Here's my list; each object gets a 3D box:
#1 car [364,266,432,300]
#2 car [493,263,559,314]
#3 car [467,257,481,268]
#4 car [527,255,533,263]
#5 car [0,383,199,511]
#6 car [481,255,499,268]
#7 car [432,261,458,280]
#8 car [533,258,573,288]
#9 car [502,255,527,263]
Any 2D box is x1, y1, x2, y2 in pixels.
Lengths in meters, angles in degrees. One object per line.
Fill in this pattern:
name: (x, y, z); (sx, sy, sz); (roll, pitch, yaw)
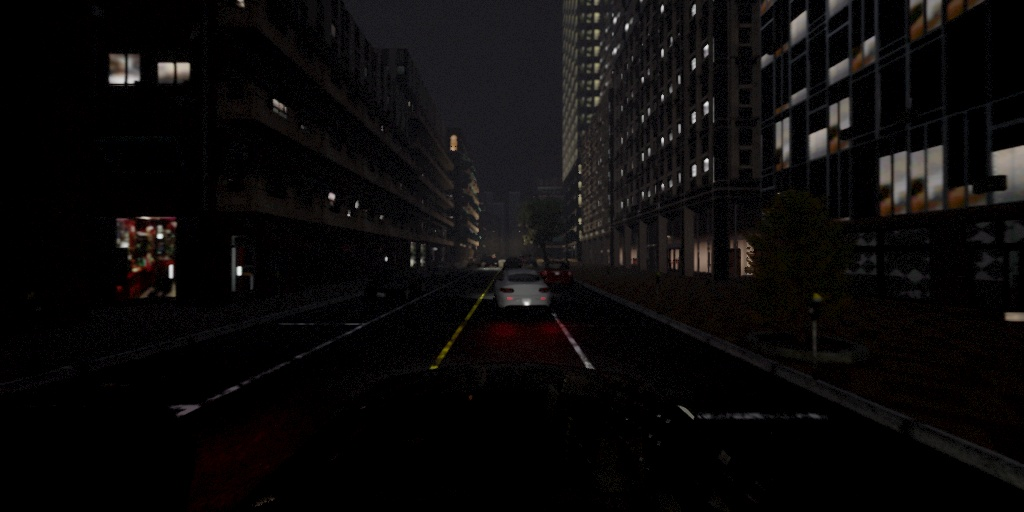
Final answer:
car: (-5.323, 1.188, 16.719); (1.948, 1.339, 4.313); (0, 0, 0)
car: (0.306, 1.178, 13.220); (1.812, 1.442, 4.674); (0, 1, -4)
car: (-5.280, 0.867, 50.427); (1.751, 1.417, 4.829); (0, 0, 0)
car: (2.568, 0.893, 50.503); (2.007, 1.370, 4.403); (0, 0, 0)
car: (-2.849, 1.269, 0.148); (1.837, 1.490, 4.892); (0, 0, 0)
car: (-2.759, 0.894, 50.001); (2.033, 1.411, 5.357); (0, 0, 0)
car: (-5.287, 1.078, 28.011); (2.007, 1.370, 4.403); (0, 0, 0)
car: (2.567, 1.016, 22.242); (1.967, 1.591, 4.097); (0, 0, 0)
car: (0.100, 0.959, 35.234); (2.128, 1.511, 4.902); (0, 0, 0)
